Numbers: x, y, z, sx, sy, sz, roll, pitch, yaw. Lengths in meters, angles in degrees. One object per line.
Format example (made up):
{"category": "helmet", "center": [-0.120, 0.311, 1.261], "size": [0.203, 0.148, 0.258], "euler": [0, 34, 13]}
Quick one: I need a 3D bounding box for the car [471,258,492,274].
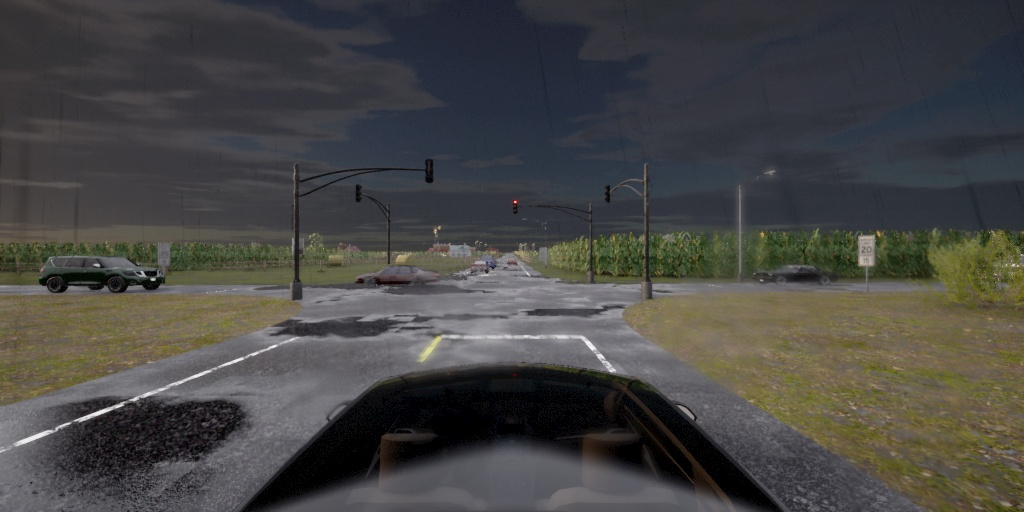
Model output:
{"category": "car", "center": [-3.604, 1.246, 41.235], "size": [1.812, 1.442, 4.674], "euler": [0, 0, 0]}

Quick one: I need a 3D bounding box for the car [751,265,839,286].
{"category": "car", "center": [18.726, 1.292, 23.869], "size": [4.718, 1.301, 1.895], "euler": [0, 0, -3]}

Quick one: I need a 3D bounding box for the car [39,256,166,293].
{"category": "car", "center": [-23.374, 1.007, 20.569], "size": [5.566, 2.045, 2.150], "euler": [0, 0, 0]}

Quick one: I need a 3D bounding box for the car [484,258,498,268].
{"category": "car", "center": [-3.579, 1.172, 61.897], "size": [2.128, 1.511, 4.902], "euler": [0, 0, 1]}

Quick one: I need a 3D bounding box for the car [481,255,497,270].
{"category": "car", "center": [-3.593, 0.923, 51.182], "size": [2.150, 2.045, 5.566], "euler": [0, 1, 0]}

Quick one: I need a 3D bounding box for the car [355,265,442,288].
{"category": "car", "center": [-7.376, 1.307, 23.621], "size": [5.357, 1.411, 2.033], "euler": [0, 0, 0]}

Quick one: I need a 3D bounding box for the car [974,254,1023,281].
{"category": "car", "center": [34.640, 0.862, 23.982], "size": [5.566, 2.045, 2.150], "euler": [0, 0, 0]}
